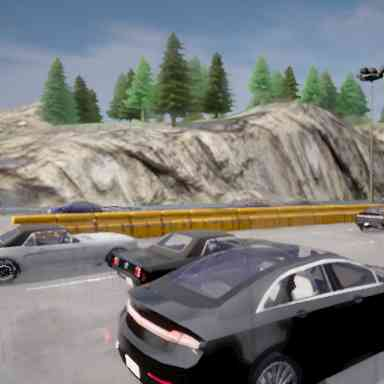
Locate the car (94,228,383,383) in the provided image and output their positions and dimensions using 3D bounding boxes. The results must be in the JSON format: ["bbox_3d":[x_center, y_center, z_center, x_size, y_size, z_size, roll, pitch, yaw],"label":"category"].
[{"bbox_3d":[1.438,1.493,4.614,4.902,1.511,2.128,0,0,-34],"label":"car"}]

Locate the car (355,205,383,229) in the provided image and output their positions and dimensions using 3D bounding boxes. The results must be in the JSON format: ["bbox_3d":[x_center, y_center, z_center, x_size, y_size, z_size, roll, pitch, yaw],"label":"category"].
[{"bbox_3d":[11.287,1.494,18.723,4.902,1.511,2.128,0,0,-30],"label":"car"}]

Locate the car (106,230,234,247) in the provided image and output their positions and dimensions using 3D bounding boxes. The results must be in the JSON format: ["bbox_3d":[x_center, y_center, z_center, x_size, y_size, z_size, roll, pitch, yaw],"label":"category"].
[{"bbox_3d":[0.549,1.604,8.240,4.718,1.301,1.895,0,0,-33],"label":"car"}]

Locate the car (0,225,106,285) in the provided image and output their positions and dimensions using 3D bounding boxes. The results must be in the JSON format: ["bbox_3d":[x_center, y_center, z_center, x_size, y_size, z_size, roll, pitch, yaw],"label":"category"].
[{"bbox_3d":[-3.895,1.606,9.498,4.718,1.301,1.895,0,0,-34],"label":"car"}]

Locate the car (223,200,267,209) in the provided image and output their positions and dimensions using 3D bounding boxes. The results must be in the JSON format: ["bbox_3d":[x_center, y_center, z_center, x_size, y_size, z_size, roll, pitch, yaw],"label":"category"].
[{"bbox_3d":[5.174,1.500,31.601,4.902,1.511,2.128,0,0,-30],"label":"car"}]

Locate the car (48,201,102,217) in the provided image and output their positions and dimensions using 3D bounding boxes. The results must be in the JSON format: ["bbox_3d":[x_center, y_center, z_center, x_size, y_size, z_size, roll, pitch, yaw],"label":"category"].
[{"bbox_3d":[-10.597,1.540,30.410,4.674,1.442,1.812,0,0,-32],"label":"car"}]

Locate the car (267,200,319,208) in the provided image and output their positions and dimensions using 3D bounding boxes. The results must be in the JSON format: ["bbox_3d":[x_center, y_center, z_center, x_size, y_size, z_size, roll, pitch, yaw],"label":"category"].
[{"bbox_3d":[9.500,1.512,30.037,4.892,1.490,1.837,0,0,-30],"label":"car"}]
